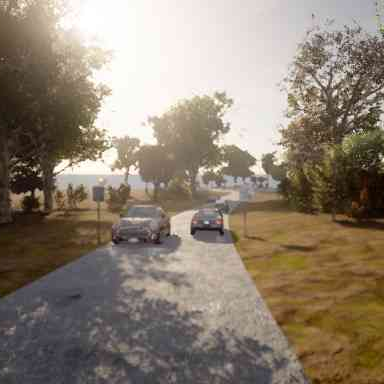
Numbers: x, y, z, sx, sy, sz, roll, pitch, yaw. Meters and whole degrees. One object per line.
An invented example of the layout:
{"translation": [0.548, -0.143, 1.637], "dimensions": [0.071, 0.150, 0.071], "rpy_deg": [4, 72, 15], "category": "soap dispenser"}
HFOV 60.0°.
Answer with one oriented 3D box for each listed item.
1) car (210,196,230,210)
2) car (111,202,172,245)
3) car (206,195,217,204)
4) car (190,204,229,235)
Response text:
{"translation": [3.630, 1.639, 40.956], "dimensions": [1.812, 1.442, 4.674], "rpy_deg": [1, 1, 9], "category": "car"}
{"translation": [-2.240, 1.391, 15.745], "dimensions": [2.097, 1.767, 4.553], "rpy_deg": [0, 0, 4], "category": "car"}
{"translation": [3.624, 1.264, 56.078], "dimensions": [2.033, 1.411, 5.357], "rpy_deg": [2, 2, 13], "category": "car"}
{"translation": [0.954, 1.632, 19.465], "dimensions": [2.033, 1.411, 5.357], "rpy_deg": [0, 0, 5], "category": "car"}
